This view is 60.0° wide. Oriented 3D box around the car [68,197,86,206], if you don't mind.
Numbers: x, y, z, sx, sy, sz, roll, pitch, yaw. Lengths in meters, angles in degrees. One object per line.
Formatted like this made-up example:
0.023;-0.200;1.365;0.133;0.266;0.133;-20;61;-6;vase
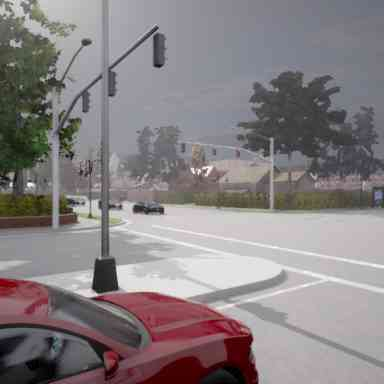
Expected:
-18.801;1.487;54.074;2.128;1.511;4.902;0;0;-36;car

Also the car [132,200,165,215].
-4.550;1.559;34.394;1.994;1.385;4.181;0;0;-36;car

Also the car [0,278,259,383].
-1.637;1.478;2.600;5.008;1.535;1.882;0;0;-35;car

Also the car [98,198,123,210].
-10.497;1.487;42.594;2.128;1.511;4.902;0;0;-36;car
